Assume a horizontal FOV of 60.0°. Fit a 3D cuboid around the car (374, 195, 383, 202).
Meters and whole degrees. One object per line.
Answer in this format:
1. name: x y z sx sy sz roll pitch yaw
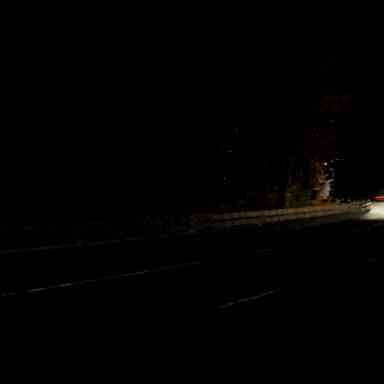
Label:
1. car: 46.921 1.462 82.038 2.097 1.767 4.553 0 0 5
